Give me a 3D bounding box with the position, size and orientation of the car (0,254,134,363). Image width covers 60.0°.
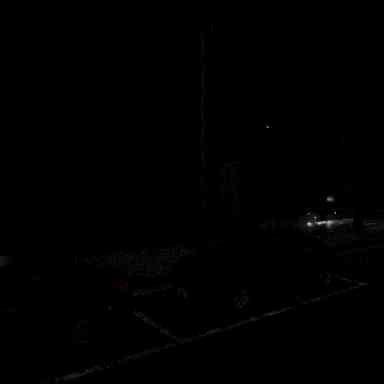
[{"bbox_3d":[-2.855,1.582,4.498,4.206,1.307,1.802,0,0,-35],"label":"car"}]

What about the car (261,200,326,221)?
[{"bbox_3d":[7.709,1.532,27.169,2.033,1.411,5.357,0,0,-36],"label":"car"}]

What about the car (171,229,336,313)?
[{"bbox_3d":[1.583,1.566,7.663,4.313,1.339,1.947,0,0,-35],"label":"car"}]

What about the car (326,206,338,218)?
[{"bbox_3d":[10.291,1.480,29.145,1.837,1.490,4.892,0,0,-36],"label":"car"}]
